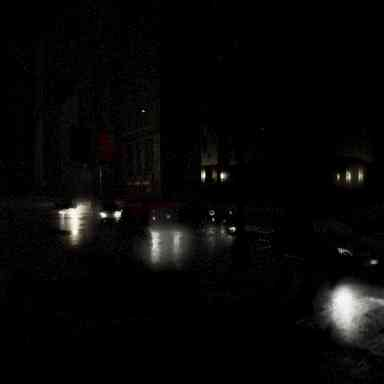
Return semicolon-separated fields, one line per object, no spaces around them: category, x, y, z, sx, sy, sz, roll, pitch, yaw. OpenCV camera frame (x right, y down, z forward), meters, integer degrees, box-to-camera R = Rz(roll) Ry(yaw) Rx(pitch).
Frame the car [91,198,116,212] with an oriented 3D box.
car;-10.501;1.462;39.582;1.882;1.535;5.008;0;0;-35

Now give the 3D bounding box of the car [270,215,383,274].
car;4.166;1.529;10.830;1.812;1.442;4.674;0;0;-13

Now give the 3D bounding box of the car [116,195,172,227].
car;-3.084;1.213;23.435;2.150;2.045;5.566;0;0;-35

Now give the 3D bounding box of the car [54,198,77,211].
car;-15.837;1.499;41.533;1.837;1.490;4.892;0;-1;-35

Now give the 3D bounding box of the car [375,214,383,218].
car;9.545;1.472;13.568;5.008;1.535;1.882;0;1;36

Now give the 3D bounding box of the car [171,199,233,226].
car;0.828;1.340;23.562;2.097;1.767;4.553;0;0;-35
